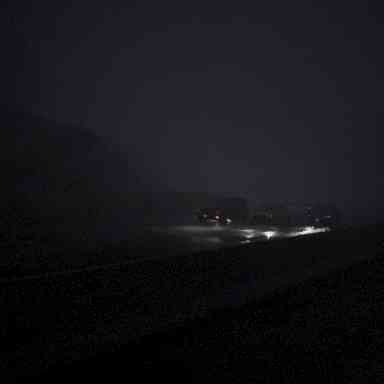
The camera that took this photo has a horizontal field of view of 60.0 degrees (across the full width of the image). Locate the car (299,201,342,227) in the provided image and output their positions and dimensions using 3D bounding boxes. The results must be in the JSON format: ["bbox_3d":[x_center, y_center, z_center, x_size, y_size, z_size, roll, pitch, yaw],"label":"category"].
[{"bbox_3d":[10.018,1.710,25.109,2.128,1.511,4.902,0,0,33],"label":"car"}]

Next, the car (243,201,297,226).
[{"bbox_3d":[6.113,1.684,25.586,1.882,1.535,5.008,0,0,35],"label":"car"}]

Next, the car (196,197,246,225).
[{"bbox_3d":[2.601,1.421,26.625,2.150,2.045,5.566,0,0,37],"label":"car"}]

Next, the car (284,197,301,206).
[{"bbox_3d":[18.753,2.129,64.416,2.033,1.411,5.357,0,0,0],"label":"car"}]

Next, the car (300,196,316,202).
[{"bbox_3d":[22.270,1.849,64.498,2.150,2.045,5.566,0,0,-1],"label":"car"}]

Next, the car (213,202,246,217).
[{"bbox_3d":[4.029,1.830,35.290,1.994,1.385,4.181,0,0,29],"label":"car"}]

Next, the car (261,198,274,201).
[{"bbox_3d":[15.198,1.975,66.891,2.128,1.511,4.902,0,0,-3],"label":"car"}]
